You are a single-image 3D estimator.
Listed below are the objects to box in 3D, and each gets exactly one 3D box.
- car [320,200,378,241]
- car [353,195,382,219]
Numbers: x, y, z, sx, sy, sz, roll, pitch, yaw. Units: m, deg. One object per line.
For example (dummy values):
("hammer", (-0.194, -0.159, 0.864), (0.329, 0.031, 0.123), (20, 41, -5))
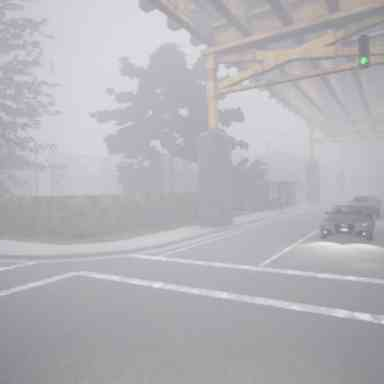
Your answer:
("car", (7.047, 1.277, 14.956), (1.994, 1.385, 4.181), (-1, 0, 30))
("car", (12.435, 0.987, 23.879), (1.882, 1.535, 5.008), (-1, 0, 31))
